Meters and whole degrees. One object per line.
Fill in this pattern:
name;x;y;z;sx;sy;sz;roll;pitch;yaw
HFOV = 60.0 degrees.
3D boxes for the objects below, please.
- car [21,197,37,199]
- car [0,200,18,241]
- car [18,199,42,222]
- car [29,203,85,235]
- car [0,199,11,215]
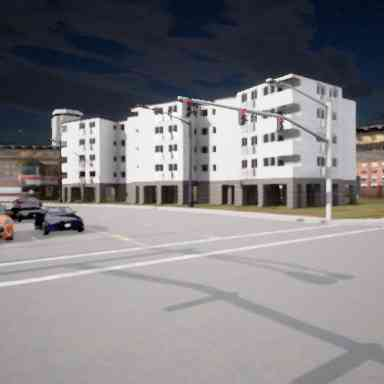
car;-23.290;1.382;47.053;4.181;1.385;1.994;0;0;26
car;-9.774;1.322;15.750;2.097;1.767;4.553;-1;0;-33
car;-12.436;1.481;25.280;1.994;1.385;4.181;-1;1;-40
car;-7.449;1.503;18.510;1.994;1.385;4.181;-1;0;-35
car;-19.724;1.429;32.489;4.674;1.442;1.812;0;1;37
